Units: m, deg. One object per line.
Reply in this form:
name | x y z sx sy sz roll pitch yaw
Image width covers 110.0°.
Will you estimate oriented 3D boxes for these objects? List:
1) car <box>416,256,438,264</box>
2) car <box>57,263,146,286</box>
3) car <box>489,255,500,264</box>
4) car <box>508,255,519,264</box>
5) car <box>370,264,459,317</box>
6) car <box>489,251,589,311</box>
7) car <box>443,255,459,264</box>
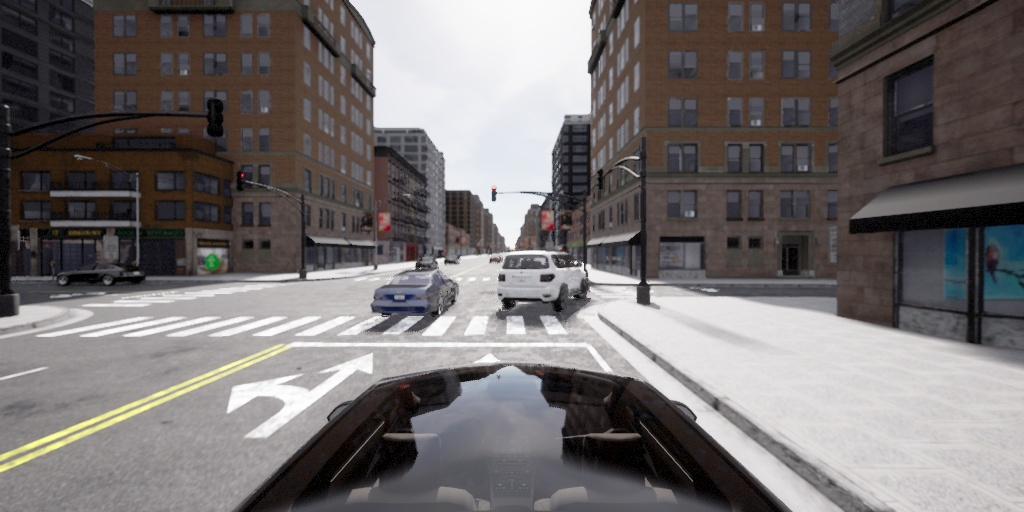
car | -9.711 0.807 41.141 1.837 1.490 4.892 0 0 0
car | -25.308 1.099 22.214 4.313 1.339 1.948 0 0 0
car | -3.046 0.571 63.111 1.812 1.442 4.674 0 1 0
car | 0.202 0.555 62.683 1.837 1.490 4.892 0 1 0
car | -3.131 1.174 12.552 2.033 1.411 5.357 0 1 0
car | 1.363 0.835 13.960 2.150 2.045 5.566 -1 0 23
car | -9.632 0.622 57.088 1.837 1.490 4.892 0 0 1
